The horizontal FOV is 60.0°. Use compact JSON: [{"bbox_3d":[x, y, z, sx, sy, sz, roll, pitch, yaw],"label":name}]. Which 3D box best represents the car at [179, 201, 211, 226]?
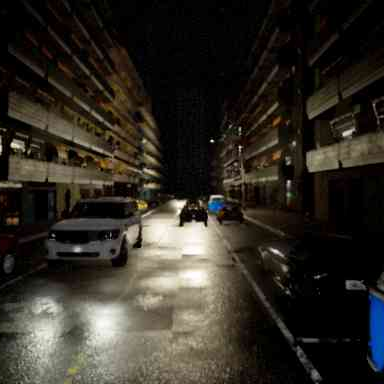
[{"bbox_3d":[0.102,1.570,23.289,1.895,1.301,4.718,0,0,0],"label":"car"}]

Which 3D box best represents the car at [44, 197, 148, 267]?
[{"bbox_3d":[-3.094,1.207,11.750,2.150,2.045,5.566,0,0,0],"label":"car"}]

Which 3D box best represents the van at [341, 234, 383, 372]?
[{"bbox_3d":[2.681,1.338,2.010,1.690,1.788,3.998,0,0,0],"label":"van"}]

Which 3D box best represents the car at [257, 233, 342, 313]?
[{"bbox_3d":[2.683,1.555,7.534,1.947,1.339,4.313,0,0,0],"label":"car"}]

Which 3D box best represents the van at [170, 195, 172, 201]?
[{"bbox_3d":[-5.695,1.265,68.305,1.690,1.788,3.998,-1,0,0],"label":"van"}]

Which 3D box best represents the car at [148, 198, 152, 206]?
[{"bbox_3d":[-5.696,1.481,34.994,1.752,1.417,4.829,0,0,0],"label":"car"}]

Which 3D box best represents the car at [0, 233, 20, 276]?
[{"bbox_3d":[-5.698,1.535,7.547,1.887,1.381,4.507,0,0,0],"label":"car"}]

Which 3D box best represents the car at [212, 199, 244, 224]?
[{"bbox_3d":[2.684,1.493,24.273,1.752,1.417,4.829,-1,0,0],"label":"car"}]

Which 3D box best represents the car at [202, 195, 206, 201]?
[{"bbox_3d":[2.687,1.484,57.244,2.008,1.369,4.403,-1,0,0],"label":"car"}]

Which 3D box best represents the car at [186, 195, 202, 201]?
[{"bbox_3d":[0.104,1.470,45.271,1.812,1.442,4.674,0,0,0],"label":"car"}]

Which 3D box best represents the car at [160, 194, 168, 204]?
[{"bbox_3d":[-5.693,1.478,57.258,1.887,1.381,4.507,-1,0,0],"label":"car"}]

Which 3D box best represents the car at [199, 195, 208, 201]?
[{"bbox_3d":[2.689,1.465,79.338,2.008,1.369,4.403,-1,0,0],"label":"car"}]

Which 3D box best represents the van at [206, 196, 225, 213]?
[{"bbox_3d":[2.683,1.296,35.151,1.690,1.788,3.998,-1,0,0],"label":"van"}]

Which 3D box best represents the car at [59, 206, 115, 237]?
[{"bbox_3d":[-5.697,1.557,18.594,1.802,1.307,4.206,0,0,0],"label":"car"}]

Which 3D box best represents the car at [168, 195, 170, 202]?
[{"bbox_3d":[-5.693,1.473,62.782,1.887,1.381,4.507,-1,0,0],"label":"car"}]

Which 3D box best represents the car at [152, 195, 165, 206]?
[{"bbox_3d":[-5.694,1.505,51.734,1.947,1.339,4.313,-1,0,0],"label":"car"}]

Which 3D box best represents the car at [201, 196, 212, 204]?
[{"bbox_3d":[2.688,1.479,62.767,2.008,1.369,4.403,-1,0,0],"label":"car"}]

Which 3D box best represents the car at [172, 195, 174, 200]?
[{"bbox_3d":[-5.693,1.360,73.829,1.967,1.590,4.097,-1,0,0],"label":"car"}]

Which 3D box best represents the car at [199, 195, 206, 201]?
[{"bbox_3d":[2.690,1.436,85.032,1.752,1.417,4.829,-1,0,0],"label":"car"}]
